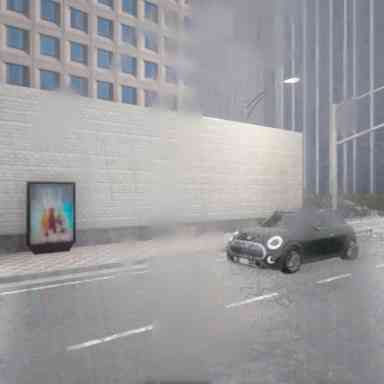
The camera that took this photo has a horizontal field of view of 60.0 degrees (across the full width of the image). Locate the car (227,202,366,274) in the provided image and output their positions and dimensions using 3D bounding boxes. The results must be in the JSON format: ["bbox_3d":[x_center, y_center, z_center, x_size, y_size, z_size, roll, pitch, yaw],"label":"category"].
[{"bbox_3d":[3.278,1.352,10.665,4.553,1.767,2.097,0,0,-36],"label":"car"}]

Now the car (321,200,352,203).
[{"bbox_3d":[11.018,1.619,28.075,1.994,1.385,4.181,0,0,-36],"label":"car"}]

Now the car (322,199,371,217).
[{"bbox_3d":[13.724,1.407,30.367,2.097,1.767,4.553,0,0,-37],"label":"car"}]
